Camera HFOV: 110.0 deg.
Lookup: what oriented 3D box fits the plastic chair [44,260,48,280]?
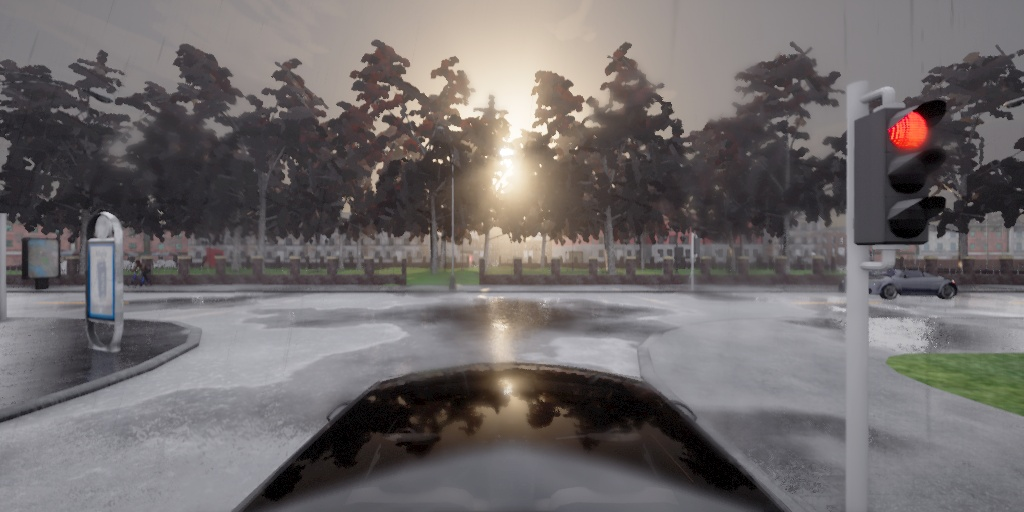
[{"bbox_3d":[-40.212,1.243,31.513,0.730,1.272,0.750,0,0,-40],"label":"plastic chair"}]

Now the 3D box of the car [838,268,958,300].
[{"bbox_3d":[18.249,1.288,17.079,4.181,1.385,1.994,0,0,0],"label":"car"}]

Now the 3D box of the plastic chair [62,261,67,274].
[{"bbox_3d":[-38.279,1.256,31.284,0.750,1.272,0.730,0,0,-35],"label":"plastic chair"}]

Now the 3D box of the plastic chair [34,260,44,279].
[{"bbox_3d":[-44.610,1.240,34.152,0.730,1.272,0.750,0,0,-41],"label":"plastic chair"}]

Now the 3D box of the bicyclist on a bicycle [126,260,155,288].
[{"bbox_3d":[-22.028,1.066,21.268,0.582,1.620,1.656,0,0,0],"label":"bicyclist on a bicycle"}]

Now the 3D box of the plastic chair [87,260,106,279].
[{"bbox_3d":[-38.183,1.244,32.990,0.730,1.272,0.750,0,0,-40],"label":"plastic chair"}]

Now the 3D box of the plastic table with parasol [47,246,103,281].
[{"bbox_3d":[-39.181,0.643,32.257,2.482,2.480,2.482,0,0,-40],"label":"plastic table with parasol"}]

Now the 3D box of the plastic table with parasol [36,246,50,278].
[{"bbox_3d":[-43.602,0.565,34.901,2.482,2.480,2.482,0,0,-39],"label":"plastic table with parasol"}]
